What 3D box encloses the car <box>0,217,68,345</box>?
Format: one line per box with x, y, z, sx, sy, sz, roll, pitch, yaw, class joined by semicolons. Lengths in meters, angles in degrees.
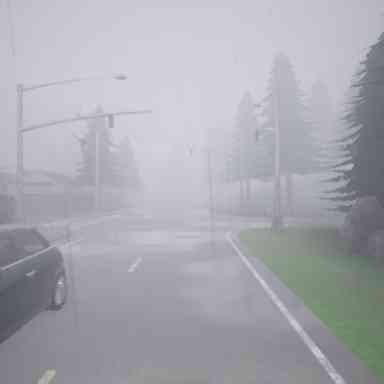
-3.548;1.349;4.749;2.097;1.767;4.553;0;0;0;car
